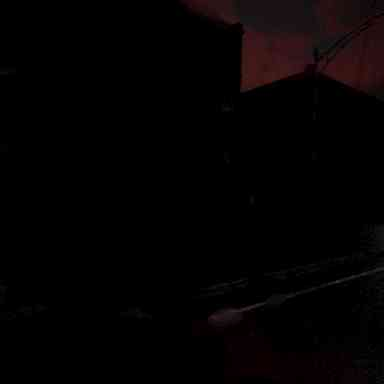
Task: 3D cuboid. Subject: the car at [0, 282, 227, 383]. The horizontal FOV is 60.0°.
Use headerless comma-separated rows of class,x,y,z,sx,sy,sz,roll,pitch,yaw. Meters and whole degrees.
car,-1.827,1.527,2.375,4.674,1.442,1.812,-1,0,-36
